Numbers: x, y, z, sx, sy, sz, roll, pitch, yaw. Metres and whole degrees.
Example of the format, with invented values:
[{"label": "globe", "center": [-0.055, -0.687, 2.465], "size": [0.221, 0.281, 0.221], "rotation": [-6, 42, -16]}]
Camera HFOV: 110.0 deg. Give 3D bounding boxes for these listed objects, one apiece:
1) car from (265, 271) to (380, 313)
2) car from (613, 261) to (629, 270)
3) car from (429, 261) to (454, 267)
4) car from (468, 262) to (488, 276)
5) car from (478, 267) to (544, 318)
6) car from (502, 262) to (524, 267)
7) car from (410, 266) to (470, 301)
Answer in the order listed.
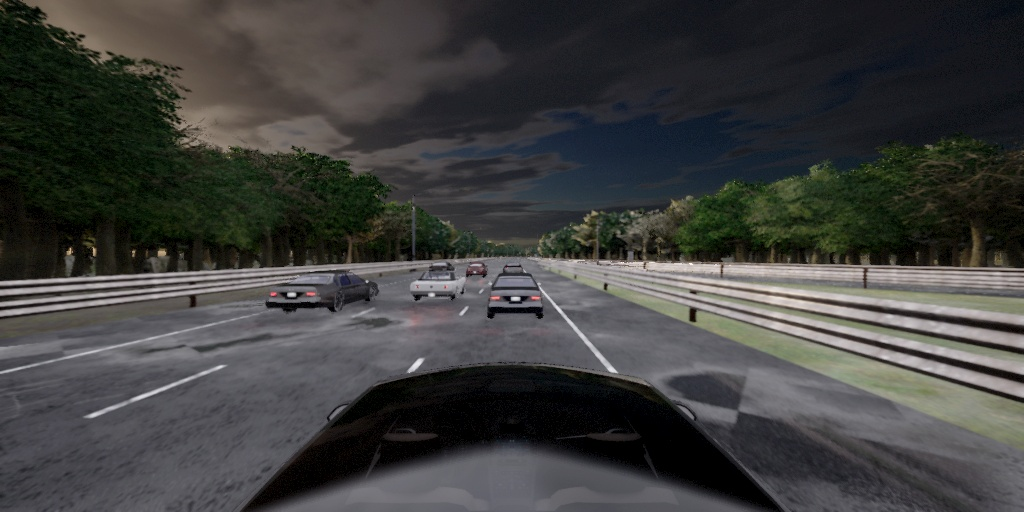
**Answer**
[{"label": "car", "center": [-6.907, 1.270, 13.752], "size": [2.033, 1.411, 5.357], "rotation": [0, 0, 0]}, {"label": "car", "center": [16.467, 1.480, 55.924], "size": [1.812, 1.442, 4.674], "rotation": [0, 0, -17]}, {"label": "car", "center": [-6.898, 1.270, 35.590], "size": [1.882, 1.535, 5.008], "rotation": [0, 0, 0]}, {"label": "car", "center": [-3.395, 1.316, 35.160], "size": [1.812, 1.442, 4.674], "rotation": [0, 0, 0]}, {"label": "car", "center": [0.104, 1.304, 13.020], "size": [2.033, 1.411, 5.357], "rotation": [0, 0, 0]}, {"label": "car", "center": [0.105, 1.280, 33.880], "size": [2.128, 1.511, 4.902], "rotation": [0, 0, 0]}, {"label": "car", "center": [-3.405, 1.363, 17.462], "size": [1.895, 1.301, 4.718], "rotation": [0, 0, 0]}]
